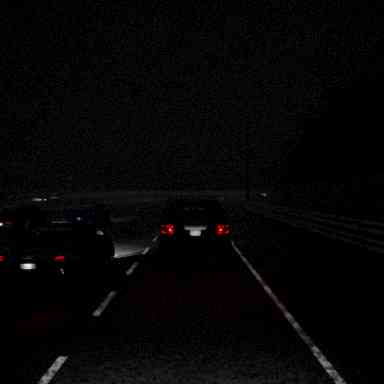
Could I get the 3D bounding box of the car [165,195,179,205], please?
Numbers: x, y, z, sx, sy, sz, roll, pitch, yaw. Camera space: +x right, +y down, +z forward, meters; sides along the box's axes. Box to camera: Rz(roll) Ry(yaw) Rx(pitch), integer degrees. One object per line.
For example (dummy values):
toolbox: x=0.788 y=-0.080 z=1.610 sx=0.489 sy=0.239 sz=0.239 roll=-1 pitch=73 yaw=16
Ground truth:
car: x=-3.523 y=1.393 z=59.312 sx=2.097 sy=1.767 sz=4.553 roll=0 pitch=0 yaw=0

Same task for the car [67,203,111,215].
car: x=-6.909 y=1.475 z=22.790 sx=1.882 sy=1.535 sz=5.008 roll=0 pitch=0 yaw=0

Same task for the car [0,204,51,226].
car: x=-10.408 y=1.503 z=20.564 sx=1.837 sy=1.490 sz=4.892 roll=0 pitch=0 yaw=0

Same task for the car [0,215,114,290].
car: x=-3.504 y=1.563 z=9.125 sx=1.994 sy=1.385 sz=4.181 roll=0 pitch=0 yaw=0

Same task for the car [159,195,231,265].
car: x=0.095 y=1.220 z=11.842 sx=2.150 sy=2.045 sz=5.566 roll=0 pitch=0 yaw=0

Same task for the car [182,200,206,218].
car: x=0.319 y=1.541 z=31.849 sx=2.033 sy=1.411 sz=5.357 roll=0 pitch=0 yaw=3
